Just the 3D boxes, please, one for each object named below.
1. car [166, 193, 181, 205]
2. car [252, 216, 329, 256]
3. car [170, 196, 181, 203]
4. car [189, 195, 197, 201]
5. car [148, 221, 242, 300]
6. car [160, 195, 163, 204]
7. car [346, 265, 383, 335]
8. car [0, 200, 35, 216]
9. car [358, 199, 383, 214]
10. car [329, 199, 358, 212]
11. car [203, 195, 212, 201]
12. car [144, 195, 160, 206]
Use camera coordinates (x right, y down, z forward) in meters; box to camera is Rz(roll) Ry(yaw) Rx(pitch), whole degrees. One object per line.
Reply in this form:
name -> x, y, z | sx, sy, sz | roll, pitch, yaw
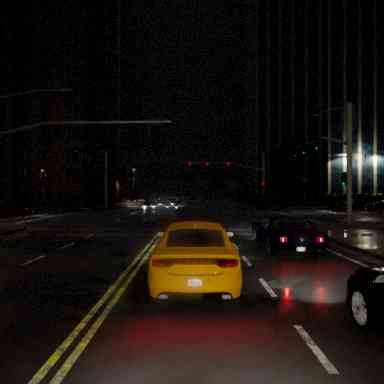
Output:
car -> -3.398, 1.221, 59.044 | 2.150, 2.045, 5.566 | 0, 0, 0
car -> 3.620, 1.601, 13.206 | 1.895, 1.301, 4.718 | 0, 0, 0
car -> -3.307, 1.564, 68.403 | 1.994, 1.385, 4.181 | 0, 0, 1
car -> 0.235, 1.367, 80.143 | 1.994, 1.385, 4.181 | 0, 0, 0
car -> 0.079, 1.478, 8.448 | 1.882, 1.535, 5.008 | 0, 0, 1
car -> -6.846, 1.352, 65.287 | 2.097, 1.767, 4.553 | 0, 0, 1
car -> 3.612, 1.505, 3.935 | 1.837, 1.490, 4.892 | 0, 0, 0
car -> -17.398, 1.526, 31.451 | 4.674, 1.442, 1.812 | 0, 0, 0
car -> 20.950, 1.491, 35.420 | 4.902, 1.511, 2.128 | 0, 0, -1
car -> 19.036, 1.547, 38.903 | 5.357, 1.411, 2.033 | 0, 0, 0
car -> 3.734, 1.429, 79.593 | 1.837, 1.490, 4.892 | 0, 0, 0
car -> -6.922, 1.505, 56.100 | 1.837, 1.490, 4.892 | 0, 0, 0
